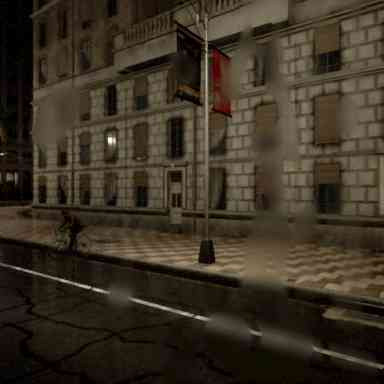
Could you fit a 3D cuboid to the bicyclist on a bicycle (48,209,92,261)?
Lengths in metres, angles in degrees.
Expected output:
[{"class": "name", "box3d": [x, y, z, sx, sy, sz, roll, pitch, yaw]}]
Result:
[{"class": "bicyclist on a bicycle", "box3d": [-4.036, 1.389, 11.055, 0.582, 1.620, 1.656, 0, 4, 36]}]
